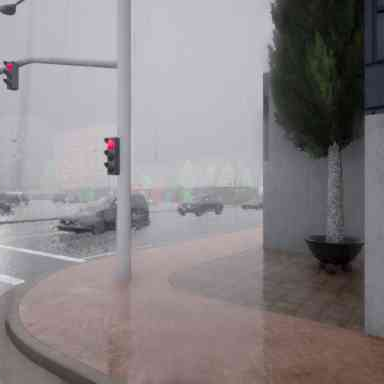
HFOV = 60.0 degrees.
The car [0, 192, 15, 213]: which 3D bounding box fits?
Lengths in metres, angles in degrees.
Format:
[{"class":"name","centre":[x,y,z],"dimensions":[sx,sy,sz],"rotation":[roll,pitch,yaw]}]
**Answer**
[{"class":"car","centre":[-20.145,1.156,33.698],"dimensions":[3.866,1.878,1.905],"rotation":[0,0,35]}]

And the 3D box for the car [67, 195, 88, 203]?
[{"class":"car","centre":[-21.366,1.364,62.171],"dimensions":[3.905,1.438,1.784],"rotation":[0,0,35]}]

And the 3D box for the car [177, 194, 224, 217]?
[{"class":"car","centre":[0.946,1.221,32.330],"dimensions":[2.150,2.045,5.566],"rotation":[0,0,37]}]

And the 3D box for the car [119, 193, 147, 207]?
[{"class":"car","centre":[-8.805,1.156,49.713],"dimensions":[3.866,1.878,1.905],"rotation":[0,0,35]}]

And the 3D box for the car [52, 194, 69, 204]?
[{"class":"car","centre":[-23.097,1.153,59.848],"dimensions":[4.605,1.855,1.932],"rotation":[0,0,35]}]

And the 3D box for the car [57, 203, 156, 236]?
[{"class":"car","centre":[-4.682,1.547,18.465],"dimensions":[2.033,1.411,5.357],"rotation":[0,0,36]}]

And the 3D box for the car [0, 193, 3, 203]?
[{"class":"car","centre":[-38.588,1.153,64.051],"dimensions":[4.605,1.855,1.932],"rotation":[0,0,35]}]

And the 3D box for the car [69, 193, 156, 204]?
[{"class":"car","centre":[-5.479,1.221,23.733],"dimensions":[2.150,2.045,5.566],"rotation":[0,0,36]}]

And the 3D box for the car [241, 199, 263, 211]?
[{"class":"car","centre":[8.184,1.547,41.936],"dimensions":[2.033,1.411,5.357],"rotation":[0,0,37]}]

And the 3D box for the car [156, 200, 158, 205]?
[{"class":"car","centre":[-7.119,1.395,52.067],"dimensions":[3.806,1.475,1.970],"rotation":[0,0,35]}]
